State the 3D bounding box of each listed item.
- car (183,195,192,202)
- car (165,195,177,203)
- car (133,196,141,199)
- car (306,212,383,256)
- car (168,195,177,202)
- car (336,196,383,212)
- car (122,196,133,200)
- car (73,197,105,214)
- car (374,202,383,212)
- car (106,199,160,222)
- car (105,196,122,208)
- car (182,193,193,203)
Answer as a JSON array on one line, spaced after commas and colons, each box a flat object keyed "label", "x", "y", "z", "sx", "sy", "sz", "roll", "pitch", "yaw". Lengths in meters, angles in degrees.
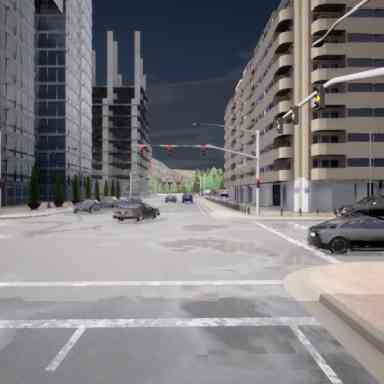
[{"label": "car", "x": -1.063, "y": 1.473, "z": 79.242, "sx": 1.882, "sy": 1.535, "sz": 5.008, "roll": 0, "pitch": 0, "yaw": -1}, {"label": "car", "x": -4.425, "y": 1.352, "z": 69.099, "sx": 2.097, "sy": 1.767, "sz": 4.553, "roll": 0, "pitch": 0, "yaw": -1}, {"label": "car", "x": -11.412, "y": 1.547, "z": 66.669, "sx": 2.033, "sy": 1.411, "sz": 5.357, "roll": 0, "pitch": 0, "yaw": 0}, {"label": "car", "x": 6.679, "y": 1.620, "z": 12.934, "sx": 4.181, "sy": 1.385, "sz": 1.994, "roll": 0, "pitch": 0, "yaw": -1}, {"label": "car", "x": -4.562, "y": 1.473, "z": 79.193, "sx": 1.882, "sy": 1.535, "sz": 5.008, "roll": 0, "pitch": 0, "yaw": -1}, {"label": "car", "x": 13.231, "y": 1.277, "z": 23.764, "sx": 5.566, "sy": 2.045, "sz": 2.150, "roll": 0, "pitch": 0, "yaw": -1}, {"label": "car", "x": -11.311, "y": 1.526, "z": 54.384, "sx": 1.812, "sy": 1.442, "sz": 4.674, "roll": 0, "pitch": 0, "yaw": -1}, {"label": "car", "x": -11.076, "y": 1.505, "z": 35.358, "sx": 1.837, "sy": 1.490, "sz": 4.892, "roll": 0, "pitch": 0, "yaw": 0}, {"label": "car", "x": 14.294, "y": 1.547, "z": 20.281, "sx": 4.902, "sy": 1.511, "sz": 2.128, "roll": 0, "pitch": 0, "yaw": -1}, {"label": "car", "x": -4.316, "y": 1.550, "z": 26.349, "sx": 2.033, "sy": 1.411, "sz": 5.357, "roll": 0, "pitch": 0, "yaw": 16}, {"label": "car", "x": -11.184, "y": 1.352, "z": 44.549, "sx": 2.097, "sy": 1.767, "sz": 4.553, "roll": 0, "pitch": 0, "yaw": -1}, {"label": "car", "x": -0.917, "y": 1.221, "z": 68.509, "sx": 2.150, "sy": 2.045, "sz": 5.566, "roll": 0, "pitch": 0, "yaw": -1}]
